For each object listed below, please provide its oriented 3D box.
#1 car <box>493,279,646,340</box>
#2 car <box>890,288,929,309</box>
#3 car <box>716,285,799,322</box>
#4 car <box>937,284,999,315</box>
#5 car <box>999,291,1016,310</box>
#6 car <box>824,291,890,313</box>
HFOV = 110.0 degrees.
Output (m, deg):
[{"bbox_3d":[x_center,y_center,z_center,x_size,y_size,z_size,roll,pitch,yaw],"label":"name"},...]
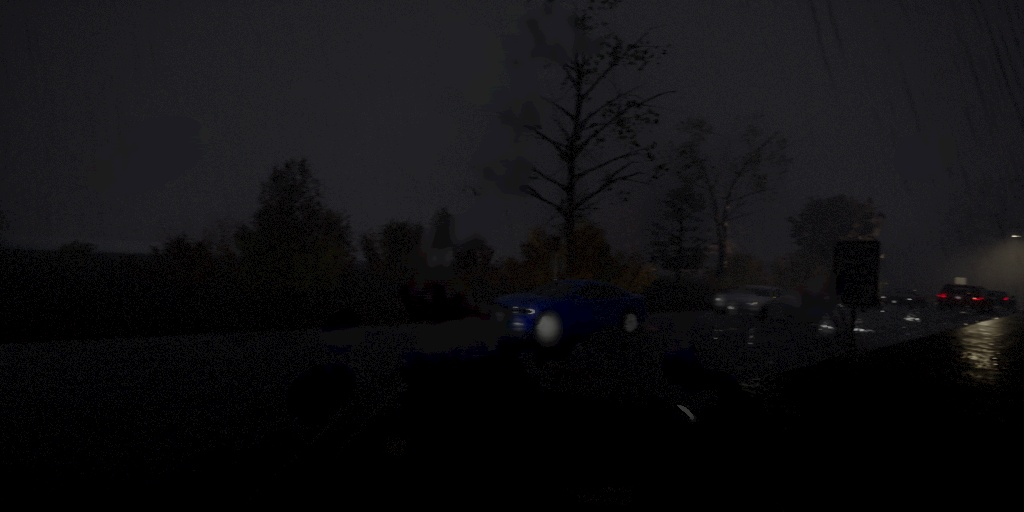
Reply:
[{"bbox_3d":[1.834,1.428,10.689,5.008,1.535,1.882,4,0,-31],"label":"car"},{"bbox_3d":[31.190,3.323,28.549,4.674,1.442,1.812,4,0,-31],"label":"car"},{"bbox_3d":[11.430,2.082,16.546,4.674,1.442,1.812,4,0,-31],"label":"car"},{"bbox_3d":[33.883,3.176,26.779,5.566,2.045,2.150,3,0,-31],"label":"car"},{"bbox_3d":[46.427,4.088,34.435,4.553,1.767,2.097,4,0,-31],"label":"car"},{"bbox_3d":[21.987,2.822,22.983,4.718,1.301,1.895,4,0,-31],"label":"car"}]
